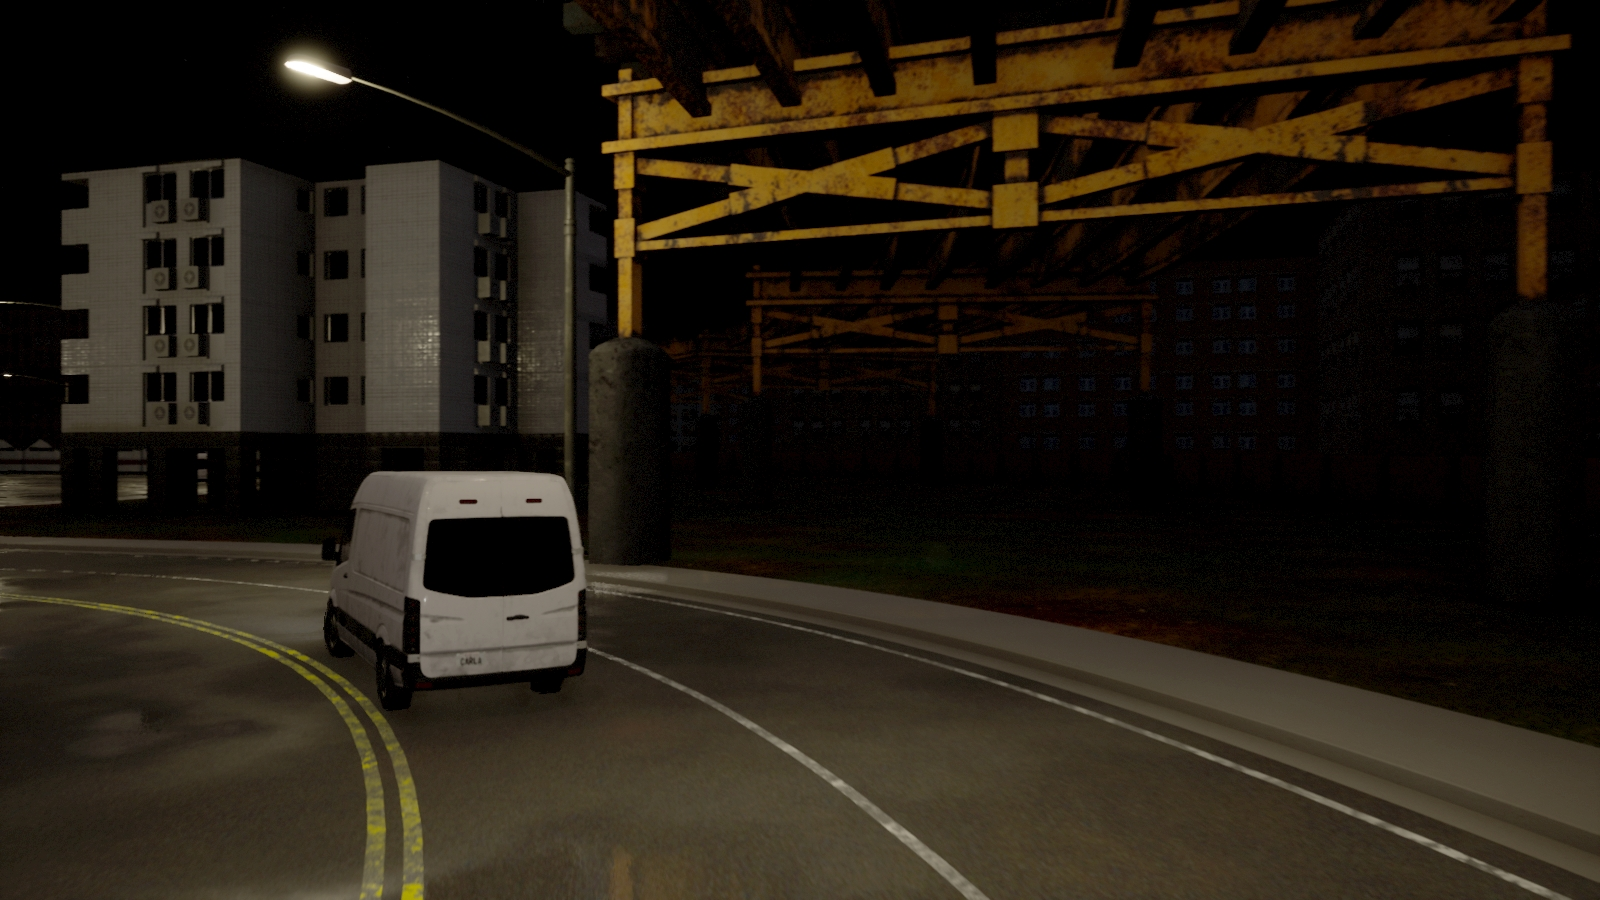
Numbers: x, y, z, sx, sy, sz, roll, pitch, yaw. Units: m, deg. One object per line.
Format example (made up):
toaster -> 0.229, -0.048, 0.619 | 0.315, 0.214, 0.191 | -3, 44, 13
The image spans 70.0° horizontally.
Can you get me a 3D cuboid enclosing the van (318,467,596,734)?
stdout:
van -> -4.561, 1.538, 14.378 | 1.988, 2.561, 5.915 | 1, 0, -30
